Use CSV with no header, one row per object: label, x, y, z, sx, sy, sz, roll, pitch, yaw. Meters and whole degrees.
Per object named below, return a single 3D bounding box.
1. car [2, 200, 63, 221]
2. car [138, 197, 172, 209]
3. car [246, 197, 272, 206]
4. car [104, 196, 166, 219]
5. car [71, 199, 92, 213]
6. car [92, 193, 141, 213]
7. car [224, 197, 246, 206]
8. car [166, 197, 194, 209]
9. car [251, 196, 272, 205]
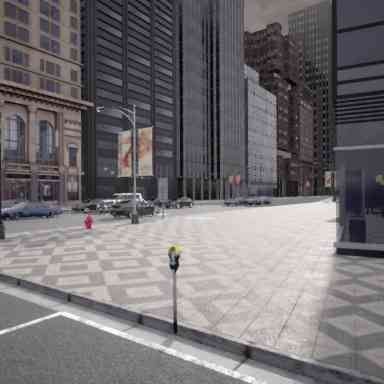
car,-13.483,1.517,27.609,2.033,1.411,5.357,-1,0,35
car,-4.966,1.453,45.283,1.837,1.490,4.892,-1,0,35
car,10.312,1.450,49.742,1.895,1.301,4.718,-1,0,36
car,-4.768,1.411,28.335,1.837,1.490,4.892,-1,0,35
car,-10.969,1.477,36.801,1.837,1.490,4.892,-1,0,35
car,-7.609,1.166,35.931,2.150,2.045,5.566,-1,0,35
car,6.794,1.424,50.410,2.033,1.411,5.357,-1,0,36
car,-1.636,1.426,44.361,1.837,1.490,4.892,-1,0,35
car,12.297,1.465,58.300,1.895,1.301,4.718,-1,0,35
